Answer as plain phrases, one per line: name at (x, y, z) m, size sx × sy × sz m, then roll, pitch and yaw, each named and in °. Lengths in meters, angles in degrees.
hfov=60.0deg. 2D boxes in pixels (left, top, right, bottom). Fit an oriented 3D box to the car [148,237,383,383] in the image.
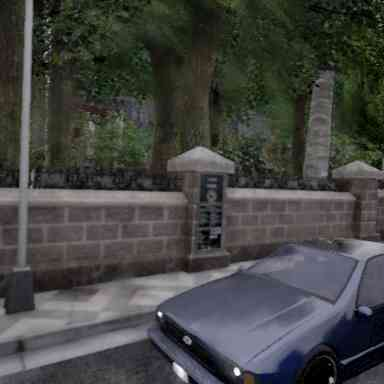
car at (2.126, 1.430, 4.794) m, size 5.357 × 1.411 × 2.033 m, roll 0°, pitch 2°, yaw -33°
